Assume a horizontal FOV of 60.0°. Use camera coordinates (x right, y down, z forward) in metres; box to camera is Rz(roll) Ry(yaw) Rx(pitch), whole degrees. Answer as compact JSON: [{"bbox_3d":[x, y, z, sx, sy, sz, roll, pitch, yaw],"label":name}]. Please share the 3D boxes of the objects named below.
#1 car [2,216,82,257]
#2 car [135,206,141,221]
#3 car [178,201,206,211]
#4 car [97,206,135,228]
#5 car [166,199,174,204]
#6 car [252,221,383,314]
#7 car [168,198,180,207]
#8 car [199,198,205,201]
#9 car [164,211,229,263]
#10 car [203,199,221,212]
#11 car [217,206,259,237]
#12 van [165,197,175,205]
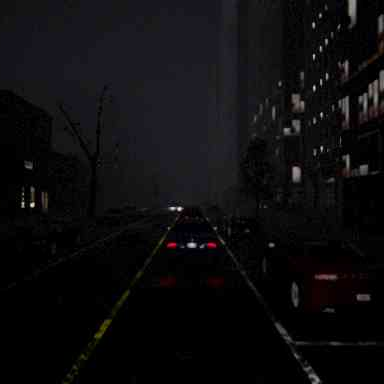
[{"bbox_3d":[-5.813,1.690,13.411,2.008,1.369,4.403,1,-1,0],"label":"car"},{"bbox_3d":[-5.724,1.896,30.342,1.802,1.307,4.206,1,-1,0],"label":"car"},{"bbox_3d":[0.012,1.802,28.505,1.837,1.490,4.892,0,0,1],"label":"car"},{"bbox_3d":[-5.756,1.801,24.699,1.887,1.381,4.507,1,-1,0],"label":"car"},{"bbox_3d":[-5.713,2.487,86.778,1.802,1.307,4.206,1,-1,0],"label":"car"},{"bbox_3d":[2.829,1.626,7.712,1.887,1.381,4.507,1,-1,0],"label":"car"},{"bbox_3d":[-3.037,2.279,65.383,1.895,1.301,4.718,0,-1,0],"label":"car"},{"bbox_3d":[2.975,2.180,67.528,1.882,1.535,5.008,0,-1,0],"label":"car"},{"bbox_3d":[0.005,1.678,12.545,2.033,1.411,5.357,0,-1,0],"label":"car"},{"bbox_3d":[2.685,1.976,41.575,1.887,1.381,4.507,1,-1,0],"label":"car"},{"bbox_3d":[2.798,1.748,19.001,2.008,1.369,4.403,1,-1,0],"label":"car"},{"bbox_3d":[-5.707,2.186,81.136,1.690,1.788,3.998,1,-1,0],"label":"van"}]
